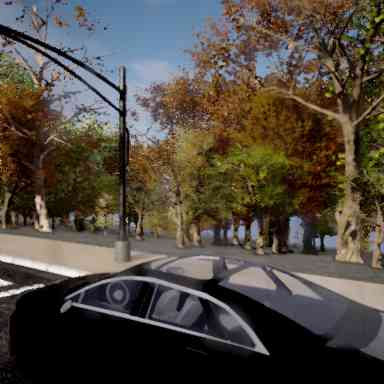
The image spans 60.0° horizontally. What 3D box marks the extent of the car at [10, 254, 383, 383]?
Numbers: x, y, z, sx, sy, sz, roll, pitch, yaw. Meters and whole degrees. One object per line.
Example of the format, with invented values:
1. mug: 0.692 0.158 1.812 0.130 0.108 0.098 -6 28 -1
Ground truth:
1. car: -0.220 1.512 3.845 4.902 1.511 2.128 -1 0 36
